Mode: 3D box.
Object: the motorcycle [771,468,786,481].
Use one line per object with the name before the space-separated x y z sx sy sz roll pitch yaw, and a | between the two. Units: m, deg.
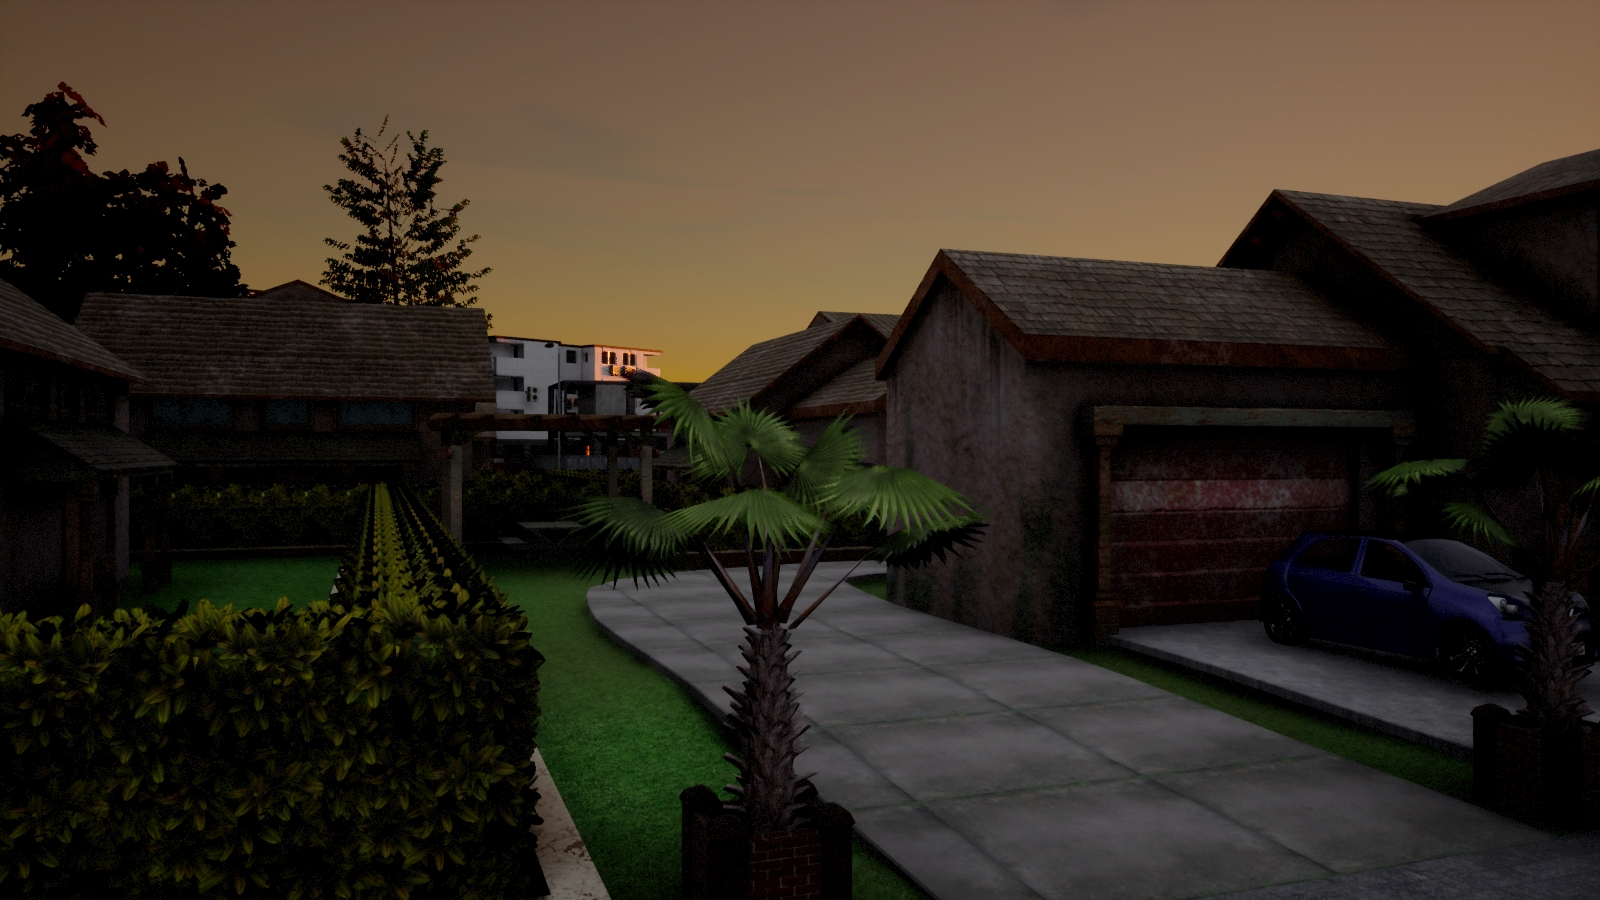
motorcycle | -1.939 2.199 102.837 0.803 1.199 2.033 0 0 -20
